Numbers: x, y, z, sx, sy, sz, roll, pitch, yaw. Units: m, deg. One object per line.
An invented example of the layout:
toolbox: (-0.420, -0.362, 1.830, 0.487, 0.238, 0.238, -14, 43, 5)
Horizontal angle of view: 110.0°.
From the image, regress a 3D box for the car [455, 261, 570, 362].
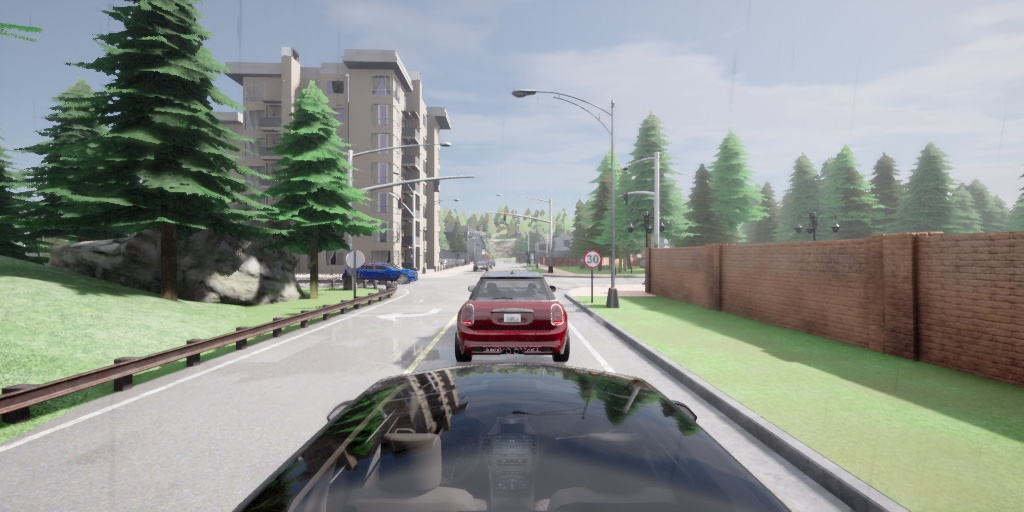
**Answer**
car: (0.005, 1.102, 8.373, 2.097, 1.767, 4.553, 0, 0, 0)

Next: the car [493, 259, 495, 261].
car: (-4.058, 1.314, 56.548, 1.994, 1.385, 4.181, 0, 0, 0)

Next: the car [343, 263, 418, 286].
car: (-9.205, 1.240, 25.326, 5.008, 1.535, 1.882, 0, 0, -6)

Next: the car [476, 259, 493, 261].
car: (-3.983, 1.241, 46.694, 2.128, 1.511, 4.902, 0, 0, -1)
